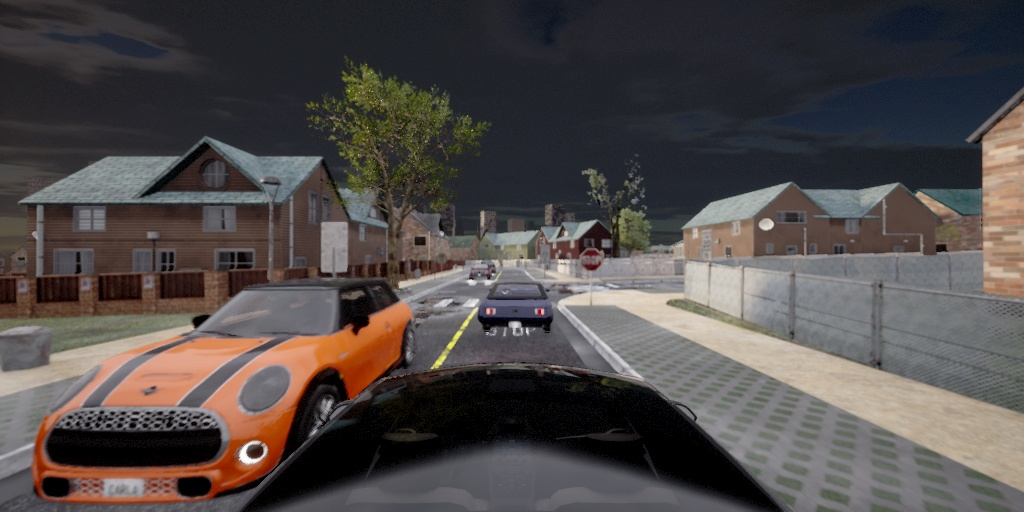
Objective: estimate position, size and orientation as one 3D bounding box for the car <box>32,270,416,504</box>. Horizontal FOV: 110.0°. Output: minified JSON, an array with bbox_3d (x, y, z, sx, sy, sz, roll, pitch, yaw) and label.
[{"bbox_3d":[-2.856,1.119,4.877,2.097,1.767,4.553,0,0,0],"label":"car"}]

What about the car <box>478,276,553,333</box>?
[{"bbox_3d":[0.232,1.400,10.990,1.895,1.301,4.718,0,0,4],"label":"car"}]

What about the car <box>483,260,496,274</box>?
[{"bbox_3d":[-3.029,1.530,45.491,1.994,1.385,4.181,0,0,-1],"label":"car"}]

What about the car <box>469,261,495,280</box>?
[{"bbox_3d":[-2.928,1.438,34.213,1.812,1.442,4.674,0,0,0],"label":"car"}]
